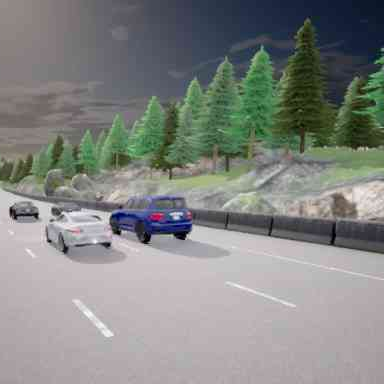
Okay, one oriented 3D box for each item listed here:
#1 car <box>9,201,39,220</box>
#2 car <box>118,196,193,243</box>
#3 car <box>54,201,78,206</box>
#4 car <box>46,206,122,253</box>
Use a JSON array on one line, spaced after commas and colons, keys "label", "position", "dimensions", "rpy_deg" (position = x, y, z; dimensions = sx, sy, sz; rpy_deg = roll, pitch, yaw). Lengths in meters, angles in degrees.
[{"label": "car", "position": [-14.175, 1.497, 27.980], "dimensions": [2.033, 1.411, 5.357], "rpy_deg": [0, 0, -34]}, {"label": "car", "position": [-2.143, 1.200, 16.168], "dimensions": [2.150, 2.045, 5.566], "rpy_deg": [0, 0, -34]}, {"label": "car", "position": [-11.431, 1.517, 30.176], "dimensions": [1.994, 1.385, 4.181], "rpy_deg": [0, 0, -34]}, {"label": "car", "position": [-4.738, 1.505, 13.745], "dimensions": [1.812, 1.442, 4.674], "rpy_deg": [0, 0, -34]}]
